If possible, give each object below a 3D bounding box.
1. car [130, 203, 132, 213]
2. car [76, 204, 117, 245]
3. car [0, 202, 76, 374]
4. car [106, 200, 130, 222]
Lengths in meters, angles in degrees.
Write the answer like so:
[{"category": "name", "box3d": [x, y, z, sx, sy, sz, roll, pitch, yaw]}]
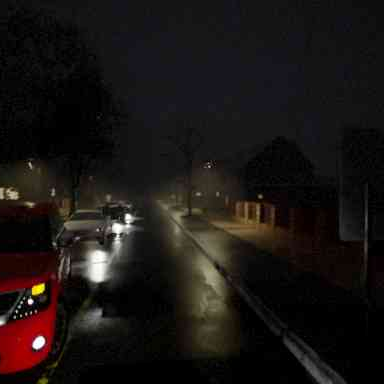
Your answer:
[{"category": "car", "box3d": [-7.533, 1.598, 36.217, 1.895, 1.301, 4.718, 0, 0, -8]}, {"category": "car", "box3d": [-4.809, 1.535, 15.491, 1.812, 1.442, 4.674, 0, 0, -7]}, {"category": "car", "box3d": [-3.322, 1.234, 5.804, 2.150, 2.045, 5.566, 0, 0, -18]}, {"category": "car", "box3d": [-6.192, 1.567, 25.872, 1.994, 1.385, 4.181, 0, 0, -8]}]
